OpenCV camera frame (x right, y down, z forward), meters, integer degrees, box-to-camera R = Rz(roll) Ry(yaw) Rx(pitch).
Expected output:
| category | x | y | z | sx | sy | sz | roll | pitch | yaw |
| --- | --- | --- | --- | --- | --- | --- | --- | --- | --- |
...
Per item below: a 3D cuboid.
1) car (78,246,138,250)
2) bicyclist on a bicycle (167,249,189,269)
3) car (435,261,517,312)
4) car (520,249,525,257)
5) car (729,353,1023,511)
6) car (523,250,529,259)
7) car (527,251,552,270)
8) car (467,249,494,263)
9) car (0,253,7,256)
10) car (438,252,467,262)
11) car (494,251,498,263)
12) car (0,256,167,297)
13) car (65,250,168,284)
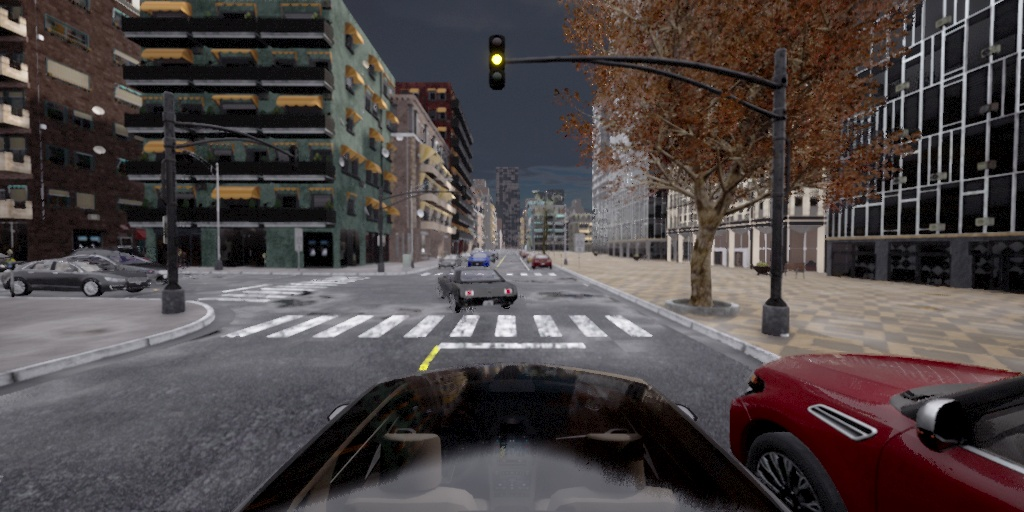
| category | x | y | z | sx | sy | sz | roll | pitch | yaw |
| --- | --- | --- | --- | --- | --- | --- | --- | --- | --- |
| car | -22.423 | 0.345 | 19.333 | 4.553 | 1.767 | 2.097 | 1 | 1 | 0 |
| bicyclist on a bicycle | -23.168 | 0.142 | 24.886 | 0.582 | 1.620 | 1.656 | 1 | 2 | -1 |
| car | -1.476 | 1.057 | 12.769 | 1.895 | 1.301 | 4.718 | -1 | 2 | -20 |
| car | 2.693 | -0.201 | 60.724 | 1.802 | 1.307 | 4.207 | 0 | 0 | 0 |
| car | 2.691 | 1.092 | 0.694 | 2.192 | 1.841 | 5.009 | 0 | 0 | 0 |
| car | 2.692 | 0.165 | 44.302 | 1.751 | 1.417 | 4.829 | 0 | 0 | 0 |
| car | 2.692 | 0.470 | 33.070 | 1.888 | 1.381 | 4.507 | 0 | 0 | 0 |
| car | -3.091 | 0.369 | 34.337 | 1.882 | 1.535 | 5.008 | 0 | 2 | 0 |
| car | -33.188 | 0.331 | 21.859 | 4.403 | 1.370 | 2.007 | 0 | 0 | -1 |
| car | -5.688 | 0.475 | 33.071 | 2.007 | 1.370 | 4.403 | 0 | 0 | 0 |
| car | -3.087 | 0.191 | 44.613 | 1.994 | 1.385 | 4.181 | 0 | 1 | 0 |
| car | -16.435 | 0.772 | 13.656 | 4.403 | 1.370 | 2.007 | 0 | 0 | -1 |
| car | -18.042 | 0.626 | 16.208 | 4.902 | 1.511 | 2.128 | 1 | 1 | -1 |
